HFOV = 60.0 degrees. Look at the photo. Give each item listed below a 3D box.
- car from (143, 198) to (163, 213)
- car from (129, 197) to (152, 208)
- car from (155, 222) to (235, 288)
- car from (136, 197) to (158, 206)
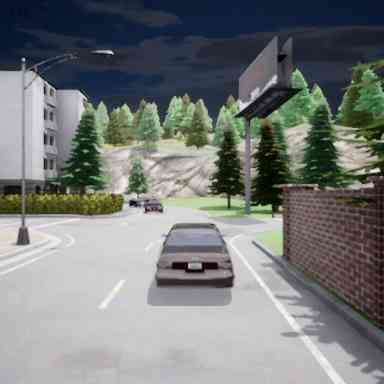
[{"bbox_3d":[-4.291,1.645,37.502,1.994,1.385,4.181,0,0,-8],"label":"car"},{"bbox_3d":[-8.291,1.602,51.155,2.128,1.511,4.902,0,0,-26],"label":"car"},{"bbox_3d":[0.066,1.568,9.343,2.033,1.411,5.357,0,0,0],"label":"car"},{"bbox_3d":[-7.992,1.604,58.171,1.882,1.535,5.008,0,0,-32],"label":"car"}]
